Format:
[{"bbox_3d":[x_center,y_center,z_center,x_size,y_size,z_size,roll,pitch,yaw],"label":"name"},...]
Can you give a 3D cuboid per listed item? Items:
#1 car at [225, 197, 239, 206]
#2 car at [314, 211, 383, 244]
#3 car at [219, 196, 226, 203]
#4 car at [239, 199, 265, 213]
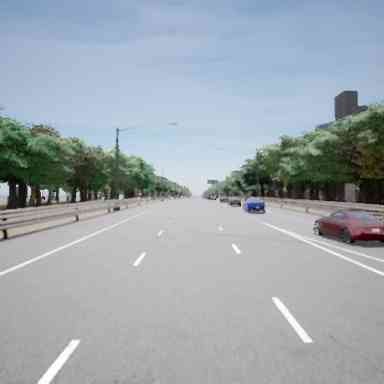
[{"bbox_3d":[7.046,1.583,55.095,1.812,1.442,4.674,0,0,0],"label":"car"},{"bbox_3d":[7.541,1.580,15.929,1.994,1.385,4.181,0,0,-5],"label":"car"},{"bbox_3d":[7.127,1.715,74.674,1.812,1.442,4.674,0,-1,0],"label":"car"},{"bbox_3d":[7.011,1.500,37.977,1.882,1.535,5.008,0,0,0],"label":"car"}]
